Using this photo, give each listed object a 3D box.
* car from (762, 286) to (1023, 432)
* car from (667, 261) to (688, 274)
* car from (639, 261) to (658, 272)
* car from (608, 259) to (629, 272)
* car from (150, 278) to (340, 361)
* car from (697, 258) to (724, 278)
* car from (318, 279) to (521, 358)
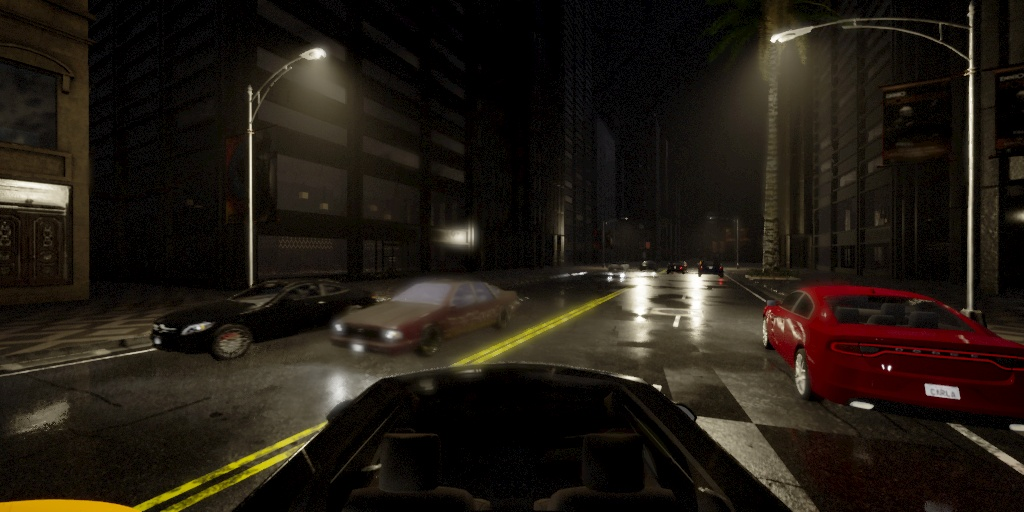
[{"bbox_3d":[5.514,1.228,5.851,1.882,1.535,5.008,0,0,27],"label":"car"},{"bbox_3d":[18.656,1.315,40.748,2.033,1.411,5.357,0,0,27],"label":"car"},{"bbox_3d":[17.789,1.335,46.594,1.994,1.385,4.181,0,0,27],"label":"car"},{"bbox_3d":[13.502,1.370,45.376,1.895,1.301,4.718,0,0,27],"label":"car"},{"bbox_3d":[-5.416,1.275,8.626,1.812,1.442,4.674,0,0,27],"label":"car"},{"bbox_3d":[19.295,1.116,34.925,2.097,1.767,4.553,0,0,27],"label":"car"},{"bbox_3d":[-1.607,1.297,8.922,2.033,1.411,5.357,0,0,27],"label":"car"}]
